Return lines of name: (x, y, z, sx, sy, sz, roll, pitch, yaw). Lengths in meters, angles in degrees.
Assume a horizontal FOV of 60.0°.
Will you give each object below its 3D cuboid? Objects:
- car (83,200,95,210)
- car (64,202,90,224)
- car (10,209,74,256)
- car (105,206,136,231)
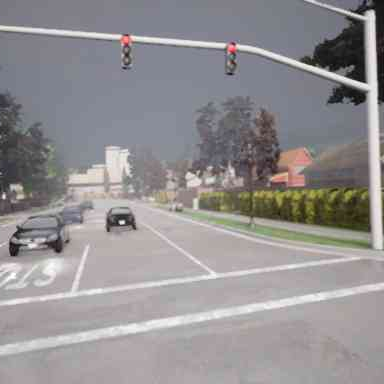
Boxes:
car: (-15.778, 2.017, 50.180, 1.837, 1.490, 4.892, -2, 0, -14)
car: (-9.936, 1.870, 27.711, 2.033, 1.411, 5.357, -2, 0, -15)
car: (-6.468, 1.739, 14.529, 1.812, 1.442, 4.674, -2, 0, -15)
car: (-4.751, 1.677, 22.066, 1.812, 1.442, 4.674, -2, 0, -14)
